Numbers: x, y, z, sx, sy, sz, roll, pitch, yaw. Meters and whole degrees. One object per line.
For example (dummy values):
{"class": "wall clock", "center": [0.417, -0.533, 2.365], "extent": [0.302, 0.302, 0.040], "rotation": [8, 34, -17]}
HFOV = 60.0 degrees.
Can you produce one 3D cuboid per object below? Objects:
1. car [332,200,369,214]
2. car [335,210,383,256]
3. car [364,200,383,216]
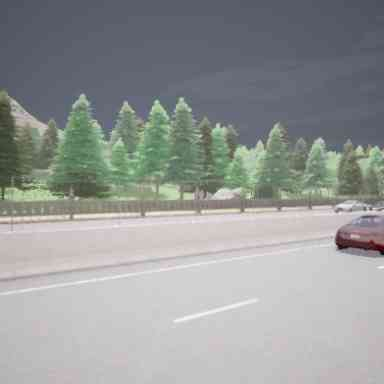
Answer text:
{"class": "car", "center": [18.473, 1.714, 38.649], "extent": [4.674, 1.442, 1.812], "rotation": [0, 0, -35]}
{"class": "car", "center": [7.702, 1.635, 13.540], "extent": [4.181, 1.385, 1.994], "rotation": [0, 0, -35]}
{"class": "car", "center": [21.109, 1.684, 36.231], "extent": [4.902, 1.511, 2.128], "rotation": [0, 0, -35]}
